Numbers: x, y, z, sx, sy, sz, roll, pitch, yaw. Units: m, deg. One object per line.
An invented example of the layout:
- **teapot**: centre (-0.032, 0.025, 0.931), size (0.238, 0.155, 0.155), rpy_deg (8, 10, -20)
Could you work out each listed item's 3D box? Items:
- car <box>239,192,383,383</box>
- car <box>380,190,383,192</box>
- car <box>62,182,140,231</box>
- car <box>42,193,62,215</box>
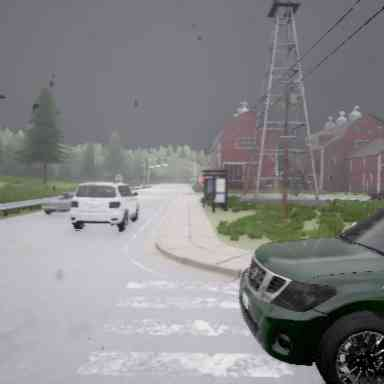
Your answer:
- **car**: centre (3.473, 1.113, 4.360), size (5.566, 2.045, 2.150), rpy_deg (1, 2, -1)
- **car**: centre (23.212, 0.464, 39.627), size (1.816, 1.474, 4.193), rpy_deg (1, 2, -1)
- **car**: centre (-3.855, 0.564, 15.555), size (2.150, 2.045, 5.566), rpy_deg (1, 2, -1)
- **car**: centre (-7.601, 0.675, 21.029), size (1.895, 1.301, 4.718), rpy_deg (1, 2, 0)
